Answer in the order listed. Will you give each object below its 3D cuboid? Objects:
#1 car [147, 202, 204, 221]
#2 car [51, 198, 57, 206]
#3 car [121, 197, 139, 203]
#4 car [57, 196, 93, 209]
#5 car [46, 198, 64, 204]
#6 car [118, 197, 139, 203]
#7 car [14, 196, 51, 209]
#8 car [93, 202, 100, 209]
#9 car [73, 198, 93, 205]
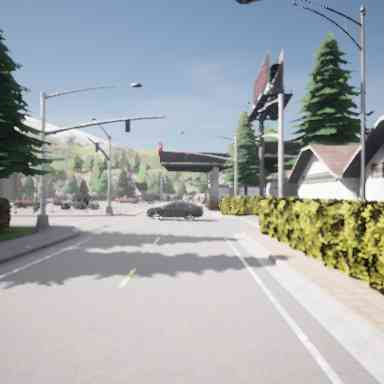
[{"bbox_3d":[-1.450,1.615,28.710,4.892,1.490,1.837,1,1,5],"label":"car"},{"bbox_3d":[-24.012,1.899,63.418,4.514,1.523,2.007,0,-1,0],"label":"car"},{"bbox_3d":[-16.492,2.177,88.436,4.514,1.523,2.007,0,-1,0],"label":"car"},{"bbox_3d":[-16.766,1.530,47.719,3.866,1.878,1.905,0,-1,0],"label":"car"},{"bbox_3d":[-35.088,2.193,85.339,3.806,1.475,1.970,0,-1,0],"label":"car"},{"bbox_3d":[-16.422,2.139,85.300,5.027,1.636,2.152,0,-1,0],"label":"car"},{"bbox_3d":[-24.652,1.581,50.960,4.605,1.855,1.932,0,-1,0],"label":"car"},{"bbox_3d":[-16.174,1.845,51.044,3.806,1.475,1.970,0,-1,0],"label":"car"},{"bbox_3d":[-24.028,2.015,73.410,3.633,1.501,1.845,0,-1,0],"label":"car"}]
